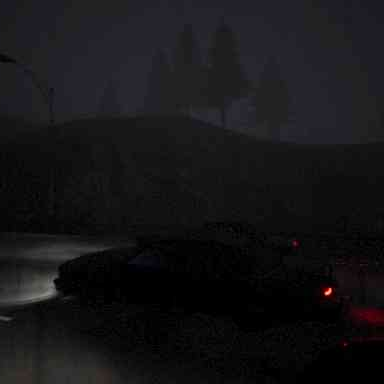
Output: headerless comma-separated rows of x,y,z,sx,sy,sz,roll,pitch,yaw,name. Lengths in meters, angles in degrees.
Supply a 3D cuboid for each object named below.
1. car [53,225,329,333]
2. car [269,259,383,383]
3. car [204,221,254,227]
-0.005,1.503,6.493,5.357,1.411,2.033,1,0,20,car
2.962,1.502,1.500,4.902,1.511,2.128,1,0,23,car
0.650,1.537,9.938,4.718,1.301,1.895,1,0,20,car
